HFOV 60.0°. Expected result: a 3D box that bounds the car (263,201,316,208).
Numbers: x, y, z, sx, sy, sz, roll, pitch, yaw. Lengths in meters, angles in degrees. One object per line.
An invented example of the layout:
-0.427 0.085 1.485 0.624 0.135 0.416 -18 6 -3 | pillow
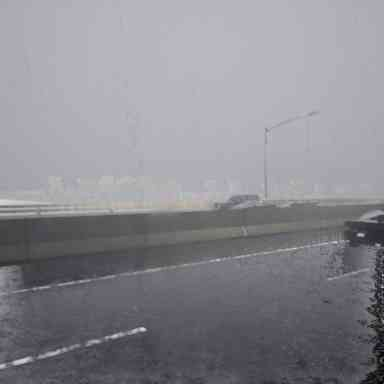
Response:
8.399 1.504 27.051 4.892 1.490 1.837 0 0 -35 | car

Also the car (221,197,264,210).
5.306 1.491 29.161 4.902 1.511 2.128 0 0 -35 | car

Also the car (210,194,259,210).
4.416 1.222 32.812 5.566 2.045 2.150 0 0 -35 | car

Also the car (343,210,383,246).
8.398 1.474 13.993 5.008 1.535 1.882 0 0 -35 | car
